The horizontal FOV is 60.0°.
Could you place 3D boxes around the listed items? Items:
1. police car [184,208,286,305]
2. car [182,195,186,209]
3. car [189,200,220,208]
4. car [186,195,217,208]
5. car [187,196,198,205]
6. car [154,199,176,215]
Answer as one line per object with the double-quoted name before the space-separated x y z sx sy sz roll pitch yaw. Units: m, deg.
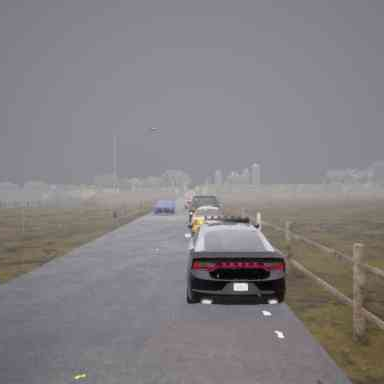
"police car" 0.842 1.425 8.291 1.930 1.638 5.238 0 0 0
"car" 0.113 1.367 45.425 2.097 1.767 4.553 0 0 1
"car" 0.862 1.457 18.371 1.801 1.575 5.366 0 0 0
"car" 0.875 1.228 24.212 2.150 2.045 5.566 0 0 0
"car" 0.119 1.543 58.431 1.812 1.442 4.674 0 0 0
"car" -2.682 1.485 33.732 1.882 1.535 5.008 0 0 0
